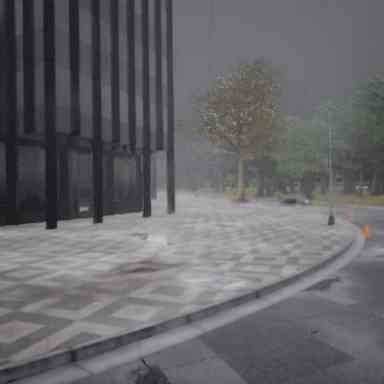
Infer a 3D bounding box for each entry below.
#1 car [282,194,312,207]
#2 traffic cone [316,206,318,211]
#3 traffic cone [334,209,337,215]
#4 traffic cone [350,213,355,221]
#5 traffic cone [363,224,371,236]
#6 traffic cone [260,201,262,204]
[{"bbox_3d":[13.459,1.046,42.824,2.128,1.511,4.902,-1,1,-13],"label":"car"},{"bbox_3d":[12.665,1.652,33.703,0.340,0.580,0.340,-1,1,-2],"label":"traffic cone"},{"bbox_3d":[12.502,1.724,29.049,0.340,0.580,0.340,-1,1,6],"label":"traffic cone"},{"bbox_3d":[11.756,1.804,24.454,0.340,0.580,0.340,-1,1,13],"label":"traffic cone"},{"bbox_3d":[8.938,1.929,16.972,0.340,0.580,0.340,-1,0,44],"label":"traffic cone"},{"bbox_3d":[9.948,1.469,47.779,0.340,0.580,0.340,-1,1,-15],"label":"traffic cone"}]
